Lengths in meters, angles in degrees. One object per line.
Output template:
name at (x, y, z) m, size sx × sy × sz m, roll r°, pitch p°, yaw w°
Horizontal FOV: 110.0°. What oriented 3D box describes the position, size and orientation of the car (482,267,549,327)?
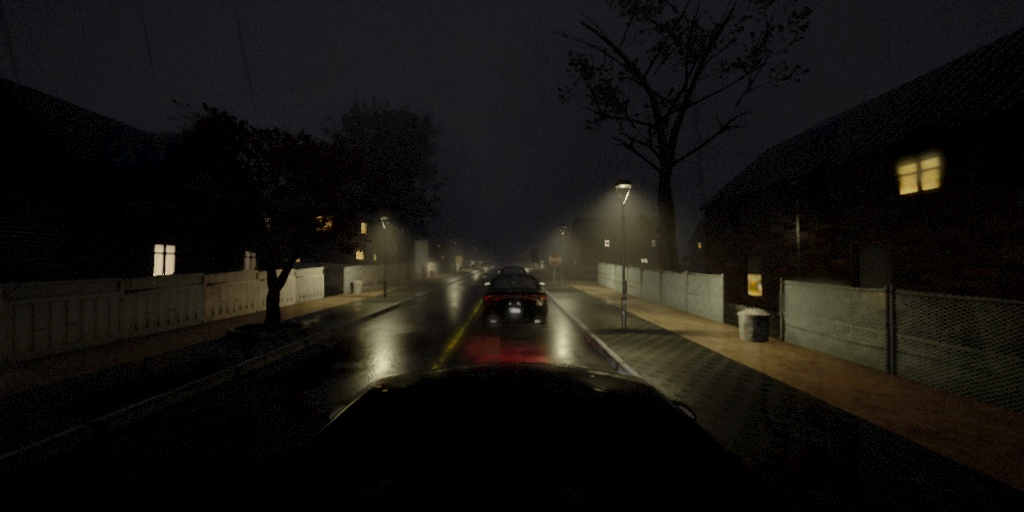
car at (0.095, 1.302, 11.844) m, size 1.882 × 1.535 × 5.008 m, roll 0°, pitch 0°, yaw 0°
